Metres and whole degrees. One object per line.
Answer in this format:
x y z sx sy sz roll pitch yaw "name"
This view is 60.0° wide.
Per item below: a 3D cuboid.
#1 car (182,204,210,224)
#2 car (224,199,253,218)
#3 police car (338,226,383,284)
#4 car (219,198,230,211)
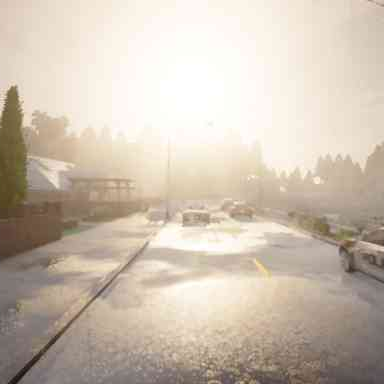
0.302 1.586 24.943 1.994 1.385 4.181 1 0 1 "car"
4.437 1.630 31.084 1.994 1.385 4.181 1 0 1 "car"
5.231 1.432 7.998 1.930 1.638 5.238 -3 0 0 "police car"
4.543 1.583 42.051 1.837 1.490 4.892 1 1 1 "car"
